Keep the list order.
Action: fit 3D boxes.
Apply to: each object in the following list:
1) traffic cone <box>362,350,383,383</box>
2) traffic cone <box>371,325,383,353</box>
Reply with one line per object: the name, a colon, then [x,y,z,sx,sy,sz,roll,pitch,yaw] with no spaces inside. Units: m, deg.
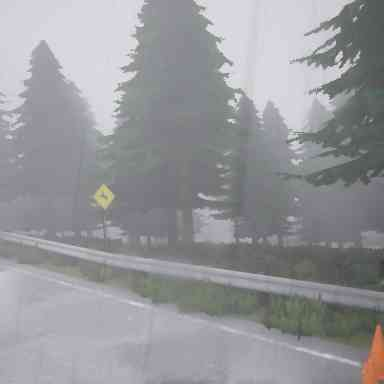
traffic cone: [1.773,1.956,3.297,0.340,0.580,0.340,0,0,34]
traffic cone: [2.321,1.956,4.130,0.340,0.580,0.340,0,0,34]
